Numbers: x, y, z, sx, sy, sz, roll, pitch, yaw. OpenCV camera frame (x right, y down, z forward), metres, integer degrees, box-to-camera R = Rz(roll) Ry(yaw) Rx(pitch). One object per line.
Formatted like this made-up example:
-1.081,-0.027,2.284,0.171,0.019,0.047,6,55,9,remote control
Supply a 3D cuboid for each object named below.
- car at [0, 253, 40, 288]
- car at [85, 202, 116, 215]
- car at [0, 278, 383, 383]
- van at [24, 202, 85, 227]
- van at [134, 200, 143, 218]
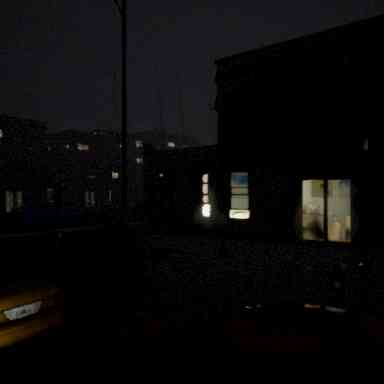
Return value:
-4.138,1.593,5.819,4.829,1.417,1.752,-1,0,36,car
-11.046,1.885,38.757,1.752,1.417,4.829,0,0,35,car
0.639,1.553,2.412,4.507,1.381,1.887,-1,0,36,car
-10.448,1.645,25.029,1.690,1.788,3.998,0,0,35,van
-4.101,1.674,34.067,1.690,1.788,3.998,0,0,35,van
